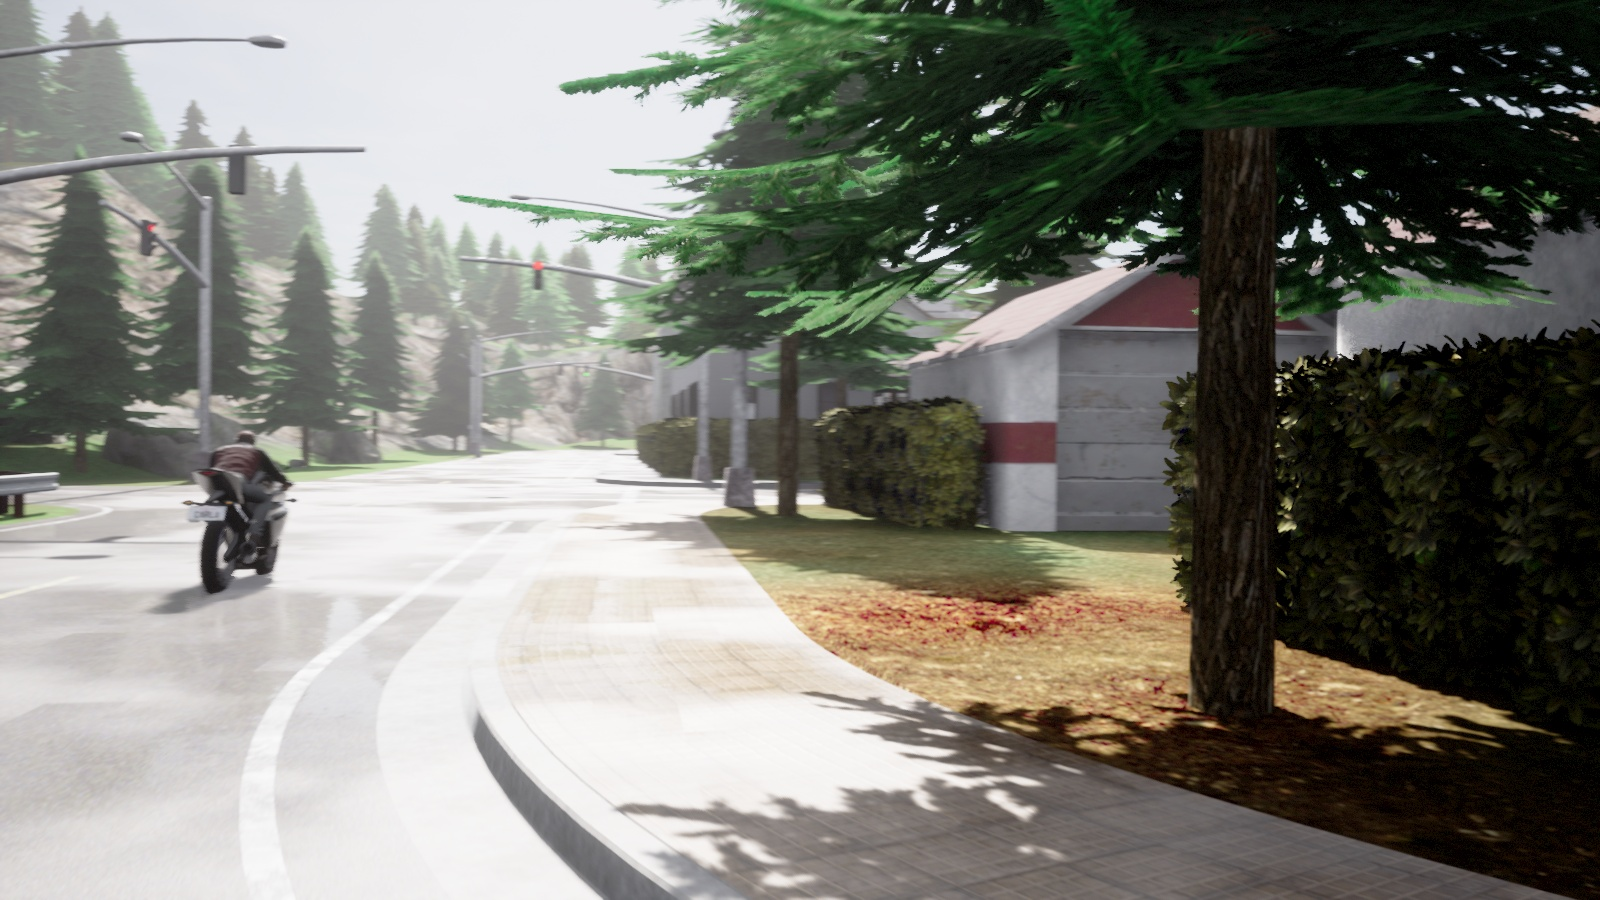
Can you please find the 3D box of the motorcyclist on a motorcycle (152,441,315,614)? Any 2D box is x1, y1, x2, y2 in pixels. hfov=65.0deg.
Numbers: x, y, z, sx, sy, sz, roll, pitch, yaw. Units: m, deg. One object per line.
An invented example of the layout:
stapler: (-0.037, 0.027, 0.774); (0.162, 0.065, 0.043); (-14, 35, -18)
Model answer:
motorcyclist on a motorcycle: (-5.499, 0.684, 12.353); (0.866, 1.530, 2.191); (0, 1, -8)
